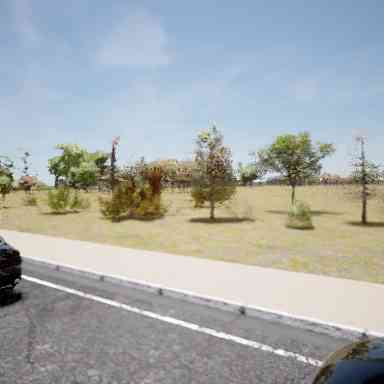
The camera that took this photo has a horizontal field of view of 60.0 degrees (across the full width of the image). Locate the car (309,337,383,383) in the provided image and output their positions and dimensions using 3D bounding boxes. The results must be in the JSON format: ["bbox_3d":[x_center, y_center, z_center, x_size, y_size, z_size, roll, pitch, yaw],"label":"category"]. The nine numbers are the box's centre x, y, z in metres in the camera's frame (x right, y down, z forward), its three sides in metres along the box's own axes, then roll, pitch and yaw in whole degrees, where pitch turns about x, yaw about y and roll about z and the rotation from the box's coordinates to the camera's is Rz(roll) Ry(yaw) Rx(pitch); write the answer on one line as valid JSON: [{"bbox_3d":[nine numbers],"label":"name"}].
[{"bbox_3d":[2.987,1.506,1.426,4.892,1.490,1.837,0,0,35],"label":"car"}]

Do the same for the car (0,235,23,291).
[{"bbox_3d":[-5.866,1.504,7.830,4.892,1.490,1.837,0,0,36],"label":"car"}]
